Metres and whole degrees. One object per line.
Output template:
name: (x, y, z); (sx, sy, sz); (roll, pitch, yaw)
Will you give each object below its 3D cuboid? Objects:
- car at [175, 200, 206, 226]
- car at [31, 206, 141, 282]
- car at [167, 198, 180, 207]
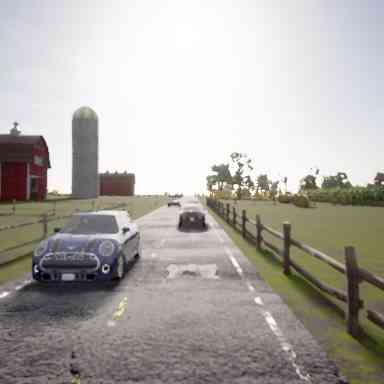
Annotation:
car: (0.024, 1.554, 23.414); (1.812, 1.442, 4.674); (0, 0, 0)
car: (-2.840, 1.363, 9.894); (2.097, 1.767, 4.553); (0, 0, 0)
car: (-2.811, 1.642, 52.587); (1.994, 1.385, 4.181); (0, 0, 0)
